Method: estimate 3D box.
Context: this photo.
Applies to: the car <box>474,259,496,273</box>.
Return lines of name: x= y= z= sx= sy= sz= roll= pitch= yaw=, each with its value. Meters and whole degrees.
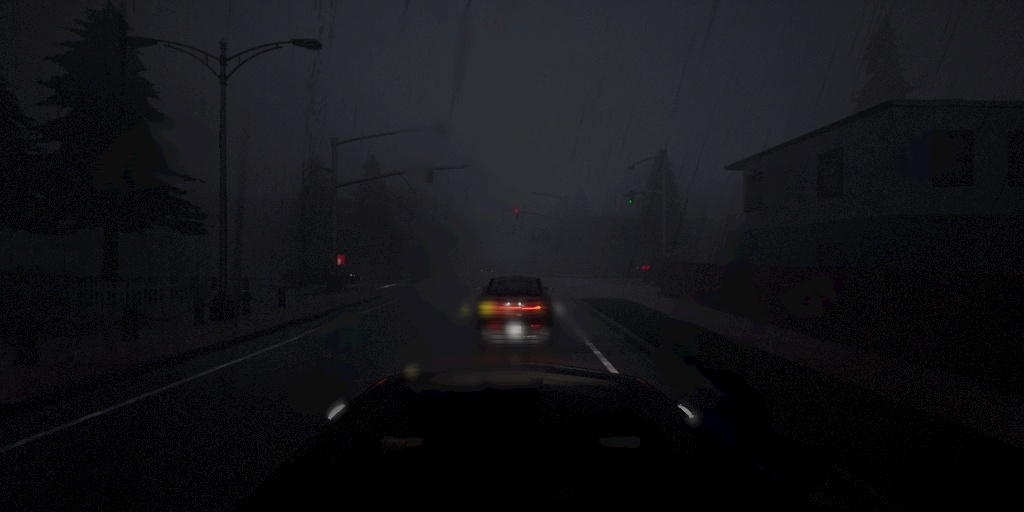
car: x=-3.505 y=1.297 z=44.399 sx=2.033 sy=1.411 sz=5.357 roll=0 pitch=0 yaw=0

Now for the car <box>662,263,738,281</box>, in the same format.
car: x=15.602 y=1.278 z=29.869 sx=5.357 sy=1.411 sz=2.033 roll=0 pitch=0 yaw=-6

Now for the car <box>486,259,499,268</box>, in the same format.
car: x=-3.407 y=1.297 z=65.038 sx=2.033 sy=1.411 sz=5.357 roll=0 pitch=0 yaw=1

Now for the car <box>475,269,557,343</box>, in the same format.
car: x=0.092 y=1.255 z=9.684 sx=1.837 sy=1.490 sz=4.892 roll=0 pitch=0 yaw=0

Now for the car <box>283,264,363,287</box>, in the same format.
car: x=-12.682 y=1.257 z=24.214 sx=4.902 sy=1.511 sz=2.128 roll=0 pitch=0 yaw=-2

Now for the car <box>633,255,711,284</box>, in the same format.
car: x=11.573 y=0.952 z=25.683 sx=5.566 sy=2.045 sz=2.150 roll=0 pitch=0 yaw=-5

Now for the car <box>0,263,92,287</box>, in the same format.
car: x=-31.073 y=1.329 z=23.718 sx=4.181 sy=1.385 sz=1.994 roll=0 pitch=0 yaw=-1

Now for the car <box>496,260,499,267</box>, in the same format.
car: x=-3.475 y=1.242 z=54.581 sx=2.128 sy=1.511 sz=4.902 roll=0 pitch=0 yaw=0
